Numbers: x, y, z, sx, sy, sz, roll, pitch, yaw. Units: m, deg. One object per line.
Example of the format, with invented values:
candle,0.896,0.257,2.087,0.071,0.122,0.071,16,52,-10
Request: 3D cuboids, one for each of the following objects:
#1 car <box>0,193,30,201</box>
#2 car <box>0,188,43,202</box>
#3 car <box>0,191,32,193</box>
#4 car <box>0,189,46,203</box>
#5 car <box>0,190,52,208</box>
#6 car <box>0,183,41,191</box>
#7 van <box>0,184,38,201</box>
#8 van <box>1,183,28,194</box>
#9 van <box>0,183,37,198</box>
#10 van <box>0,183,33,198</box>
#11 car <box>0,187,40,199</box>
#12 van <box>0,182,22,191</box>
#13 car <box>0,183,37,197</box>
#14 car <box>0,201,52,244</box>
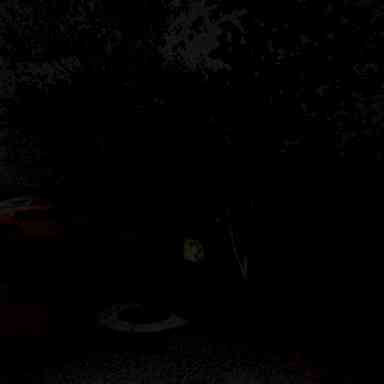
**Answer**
car,-8.030,1.134,17.567,4.553,1.767,2.185,1,2,-30
car,-20.234,0.361,39.142,4.792,1.488,2.163,1,1,-30
car,-12.248,0.940,24.584,5.366,1.575,1.946,1,2,-30
car,-18.935,0.451,36.846,4.792,1.488,2.163,1,2,-29
car,-16.199,0.658,31.890,4.792,1.488,2.163,1,2,-30
car,-14.778,0.484,29.501,5.566,2.045,2.435,1,2,-30
van,-21.700,0.017,41.464,4.442,1.987,1.878,1,1,-30
van,-33.842,-0.722,63.389,4.442,1.987,1.878,1,1,-30
van,-24.238,-0.146,46.408,4.442,1.987,1.878,1,1,-30
van,-25.804,-0.232,48.704,4.442,1.987,1.878,1,1,-30
car,-22.978,0.159,43.948,5.008,1.535,2.097,1,1,-30
van,-42.227,-1.216,77.742,4.442,1.987,1.878,1,1,-30
car,-27.089,-0.337,51.156,5.566,2.045,2.435,1,1,-30
car,-6.702,1.364,15.141,5.008,1.535,2.097,1,2,-30
